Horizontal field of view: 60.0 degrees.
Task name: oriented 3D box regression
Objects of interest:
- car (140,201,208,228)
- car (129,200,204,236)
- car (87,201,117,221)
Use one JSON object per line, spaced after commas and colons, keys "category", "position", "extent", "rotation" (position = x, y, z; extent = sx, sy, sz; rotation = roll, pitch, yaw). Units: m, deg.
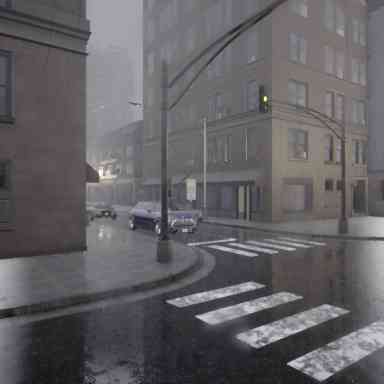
{"category": "car", "position": [-1.392, 1.446, 22.688], "extent": [2.033, 1.411, 5.357], "rotation": [0, 0, -36]}
{"category": "car", "position": [-1.640, 1.269, 17.967], "extent": [2.097, 1.767, 4.553], "rotation": [0, 0, -36]}
{"category": "car", "position": [-7.436, 1.428, 26.073], "extent": [1.994, 1.385, 4.181], "rotation": [0, 0, -35]}
